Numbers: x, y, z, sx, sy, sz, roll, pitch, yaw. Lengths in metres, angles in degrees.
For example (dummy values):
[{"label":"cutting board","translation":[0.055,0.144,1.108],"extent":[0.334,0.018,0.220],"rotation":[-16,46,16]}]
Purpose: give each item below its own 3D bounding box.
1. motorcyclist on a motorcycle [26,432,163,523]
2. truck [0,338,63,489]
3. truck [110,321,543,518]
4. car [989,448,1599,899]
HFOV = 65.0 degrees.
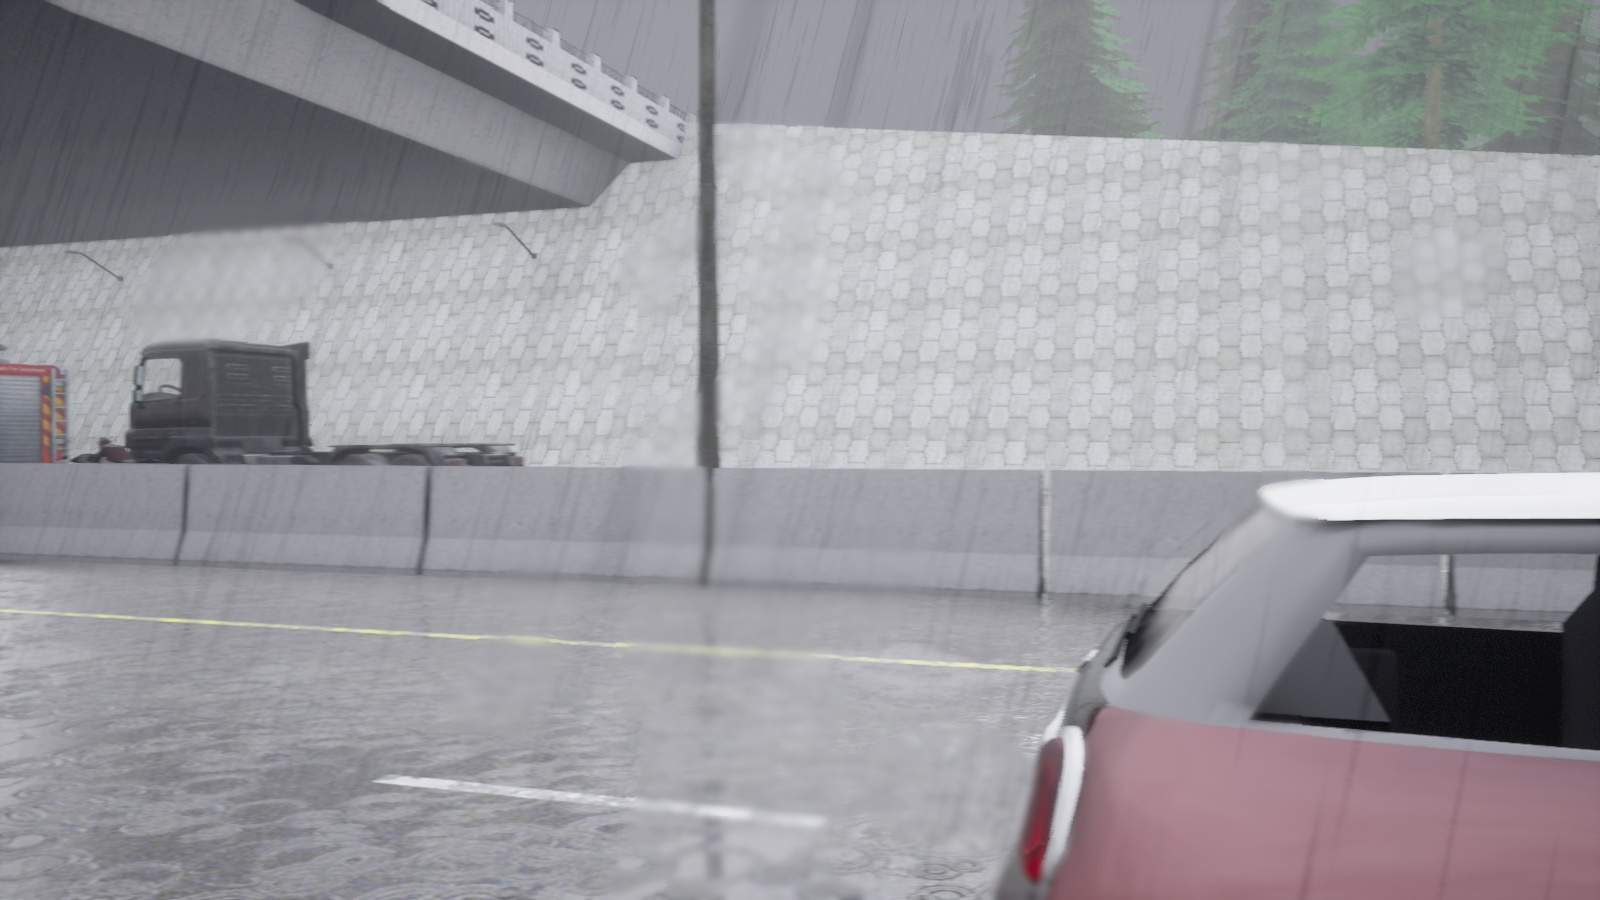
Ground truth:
[{"label":"motorcyclist on a motorcycle","translation":[-12.438,0.460,22.148],"extent":[2.191,1.530,0.866],"rotation":[0,1,19]},{"label":"truck","translation":[-24.128,-0.965,33.448],"extent":[8.468,3.827,2.891],"rotation":[1,1,19]},{"label":"truck","translation":[-9.324,-0.587,24.778],"extent":[7.936,3.462,2.891],"rotation":[1,1,19]},{"label":"car","translation":[2.427,0.763,2.376],"extent":[3.806,1.475,1.970],"rotation":[1,1,19]}]
